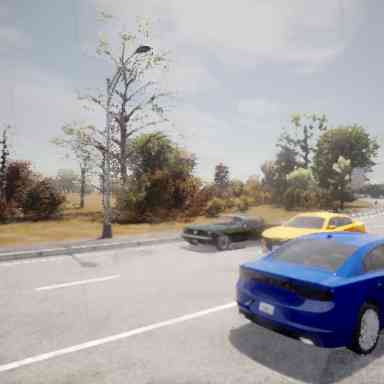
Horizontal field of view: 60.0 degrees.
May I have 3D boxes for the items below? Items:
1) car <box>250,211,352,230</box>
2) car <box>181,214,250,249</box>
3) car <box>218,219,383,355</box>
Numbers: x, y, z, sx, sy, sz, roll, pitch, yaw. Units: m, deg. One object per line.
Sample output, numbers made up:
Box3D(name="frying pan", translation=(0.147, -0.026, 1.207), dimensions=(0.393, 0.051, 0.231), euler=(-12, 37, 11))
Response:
Box3D(name="car", translation=(4.592, 1.506, 12.251), dimensions=(5.008, 1.535, 1.882), euler=(0, 0, -41))
Box3D(name="car", translation=(1.825, 1.635, 14.454), dimensions=(4.718, 1.301, 1.895), euler=(0, 0, -40))
Box3D(name="car", translation=(3.017, 1.493, 6.209), dimensions=(5.008, 1.535, 1.882), euler=(0, 0, -37))
